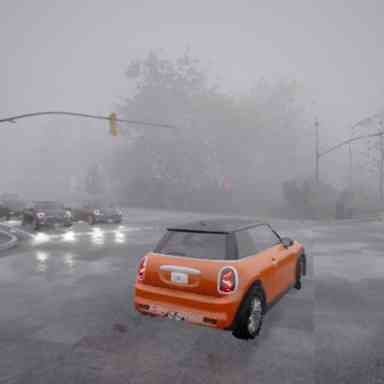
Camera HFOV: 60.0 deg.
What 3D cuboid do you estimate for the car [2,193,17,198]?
[{"bbox_3d":[-26.171,1.186,47.840,2.150,2.045,5.566,0,1,-35],"label":"car"}]

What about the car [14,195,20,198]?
[{"bbox_3d":[-18.910,1.444,38.687,1.882,1.535,5.008,0,0,-39],"label":"car"}]

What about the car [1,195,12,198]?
[{"bbox_3d":[-21.380,1.461,36.173,1.882,1.535,5.008,0,0,-39],"label":"car"}]

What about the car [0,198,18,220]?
[{"bbox_3d":[-15.127,1.528,28.369,2.033,1.411,5.357,0,0,-39],"label":"car"}]

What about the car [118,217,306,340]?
[{"bbox_3d":[0.896,1.329,6.930,2.097,1.767,4.553,0,0,31],"label":"car"}]

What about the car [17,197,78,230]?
[{"bbox_3d":[-9.198,1.330,20.980,2.097,1.767,4.553,0,0,-39],"label":"car"}]

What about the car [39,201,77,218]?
[{"bbox_3d":[-12.353,1.564,30.506,1.895,1.301,4.718,0,0,-39],"label":"car"}]

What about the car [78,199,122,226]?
[{"bbox_3d":[-6.729,1.313,23.495,2.097,1.767,4.553,0,0,-39],"label":"car"}]
